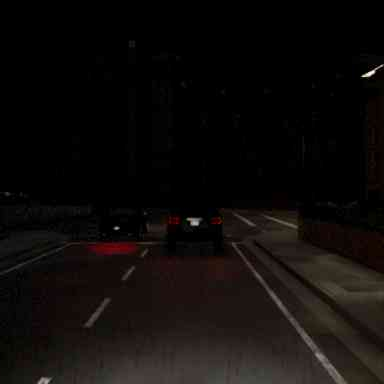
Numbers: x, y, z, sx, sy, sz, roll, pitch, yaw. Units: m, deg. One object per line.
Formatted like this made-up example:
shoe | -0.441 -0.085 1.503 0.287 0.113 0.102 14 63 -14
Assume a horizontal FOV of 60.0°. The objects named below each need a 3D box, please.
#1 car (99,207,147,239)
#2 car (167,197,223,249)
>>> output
car | -3.475 1.496 17.383 1.882 1.535 5.008 0 -1 -2
car | 0.128 1.228 14.751 2.150 2.045 5.566 0 0 1
